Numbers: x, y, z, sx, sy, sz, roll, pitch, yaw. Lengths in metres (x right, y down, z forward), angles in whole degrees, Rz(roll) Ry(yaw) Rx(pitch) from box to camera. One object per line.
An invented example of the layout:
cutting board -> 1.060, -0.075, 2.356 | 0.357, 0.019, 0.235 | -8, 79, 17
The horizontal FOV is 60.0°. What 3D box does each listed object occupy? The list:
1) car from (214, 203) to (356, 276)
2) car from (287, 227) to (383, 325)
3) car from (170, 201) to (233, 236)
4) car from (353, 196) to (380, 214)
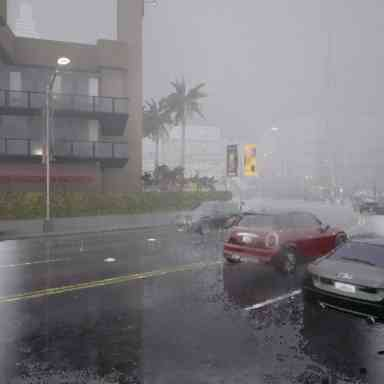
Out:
car -> 3.125, 1.345, 10.661 | 4.553, 1.767, 2.097 | 0, 0, -41
car -> 4.076, 1.561, 6.848 | 4.181, 1.385, 1.994 | 0, 0, -41
car -> 0.912, 1.339, 18.485 | 2.097, 1.767, 4.553 | 0, 0, 43
car -> 18.329, 1.489, 35.237 | 1.837, 1.490, 4.892 | 1, 0, 14
